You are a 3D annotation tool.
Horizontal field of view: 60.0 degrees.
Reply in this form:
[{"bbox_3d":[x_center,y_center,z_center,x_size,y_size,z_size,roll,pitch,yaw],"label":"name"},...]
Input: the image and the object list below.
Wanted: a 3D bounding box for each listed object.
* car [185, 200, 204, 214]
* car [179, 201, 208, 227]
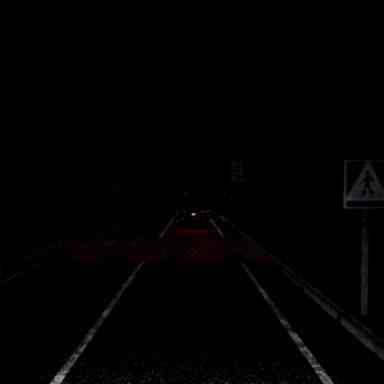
[{"bbox_3d":[0.331,1.655,37.356,1.994,1.385,4.181,0,0,2],"label":"car"},{"bbox_3d":[0.093,1.503,23.516,2.033,1.649,4.856,0,0,0],"label":"car"}]
